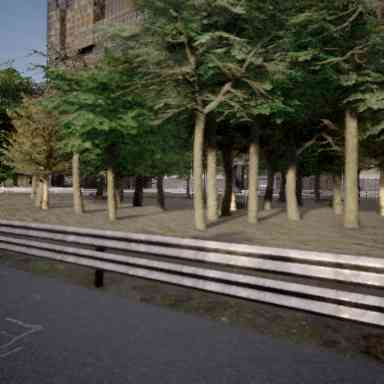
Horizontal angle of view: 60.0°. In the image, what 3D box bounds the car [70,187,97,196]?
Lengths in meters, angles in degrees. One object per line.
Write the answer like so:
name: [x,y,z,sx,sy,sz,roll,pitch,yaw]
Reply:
car: [-19.381,-0.173,60.474,5.366,1.575,1.801,0,1,-1]
